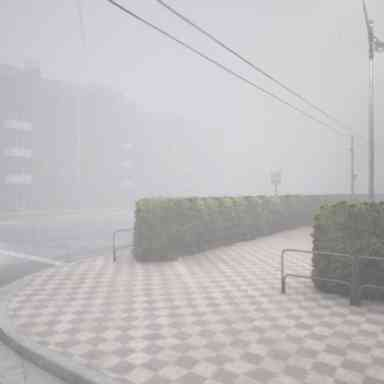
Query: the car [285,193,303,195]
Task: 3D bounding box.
[{"bbox_3d":[13.960,1.225,44.472,2.150,2.045,5.566,0,-1,36],"label":"car"}]
